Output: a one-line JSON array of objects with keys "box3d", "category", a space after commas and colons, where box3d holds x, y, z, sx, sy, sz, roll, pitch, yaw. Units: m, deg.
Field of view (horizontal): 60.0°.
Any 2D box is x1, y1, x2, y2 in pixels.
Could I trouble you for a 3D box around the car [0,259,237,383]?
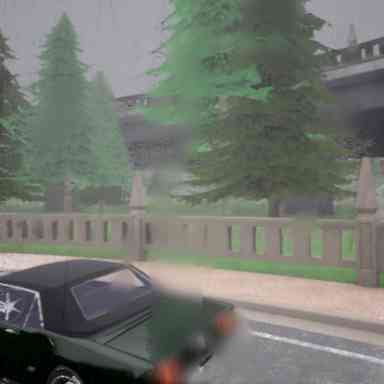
[{"box3d": [-1.912, 1.628, 4.508, 4.718, 1.301, 1.895, -1, 0, 29], "category": "car"}]
